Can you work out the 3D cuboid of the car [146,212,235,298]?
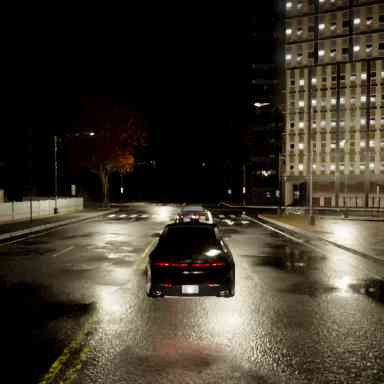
[{"bbox_3d":[-0.019,1.503,8.478,1.837,1.490,4.892,0,0,0],"label":"car"}]

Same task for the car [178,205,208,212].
[{"bbox_3d":[0.105,1.486,13.301,2.128,1.511,4.902,0,0,0],"label":"car"}]

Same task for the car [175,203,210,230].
[{"bbox_3d":[0.046,1.544,22.324,2.033,1.411,5.357,0,0,0],"label":"car"}]
